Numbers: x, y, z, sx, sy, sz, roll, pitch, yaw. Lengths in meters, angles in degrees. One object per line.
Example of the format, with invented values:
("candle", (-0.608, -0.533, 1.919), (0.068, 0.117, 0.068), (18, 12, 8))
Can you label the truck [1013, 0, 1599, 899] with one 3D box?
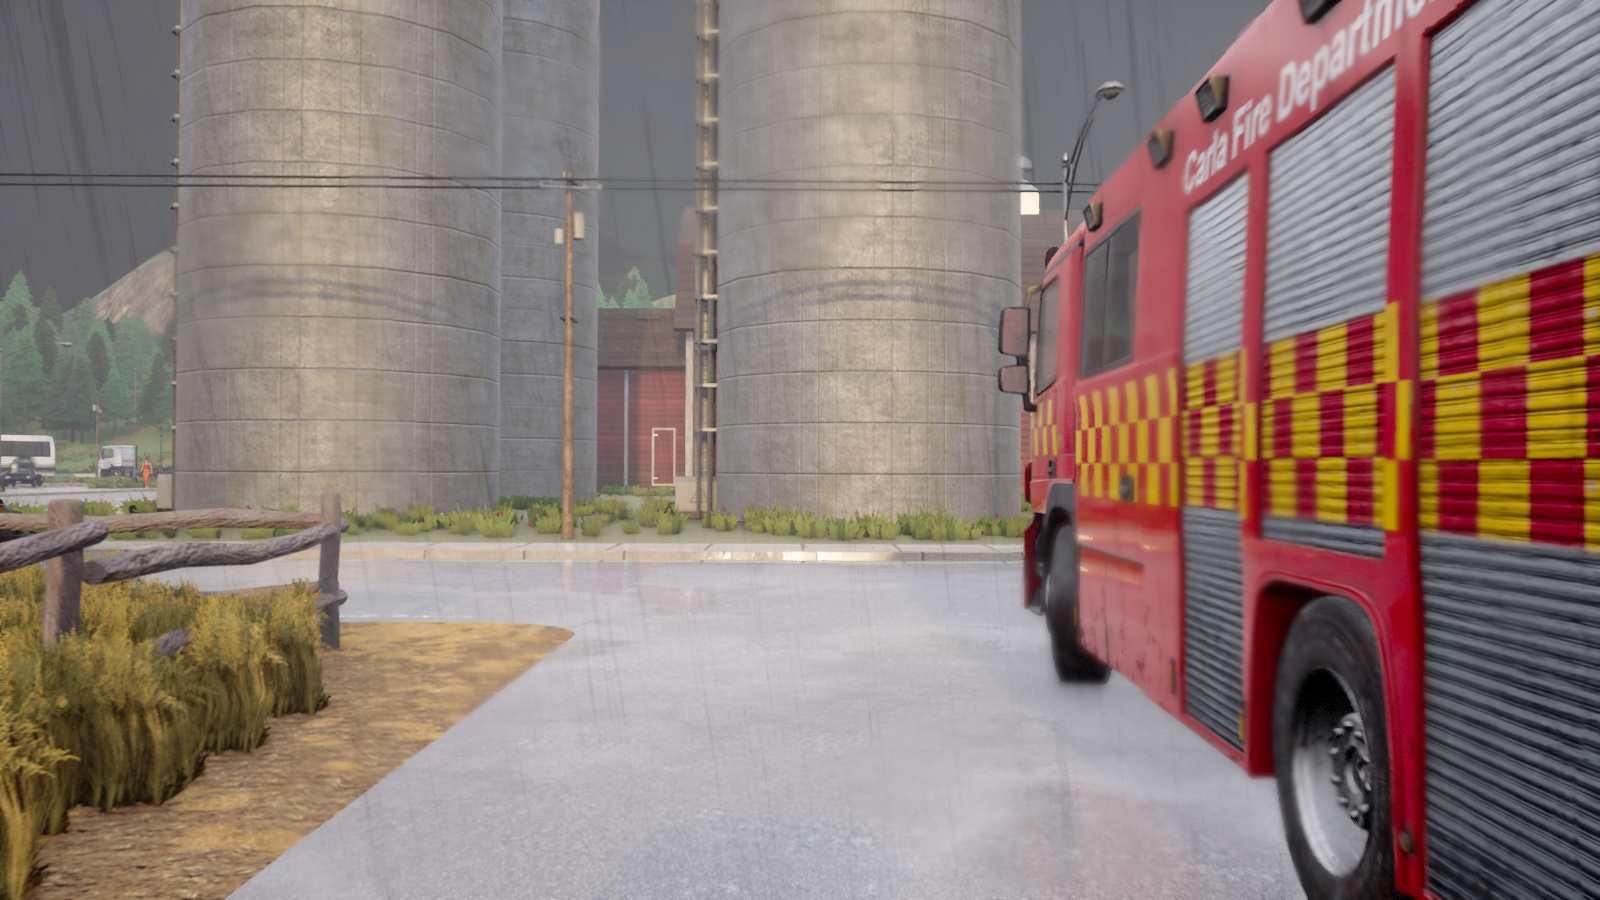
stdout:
("truck", (3.200, -0.268, 6.877), (2.891, 3.827, 8.468), (-1, -1, 2))

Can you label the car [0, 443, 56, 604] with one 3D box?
("car", (-11.269, 0.862, 14.794), (3.866, 1.878, 1.905), (0, -1, 0))

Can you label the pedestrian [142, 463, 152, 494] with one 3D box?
("pedestrian", (-38.934, 1.685, 74.856), (0.345, 1.836, 0.594), (0, -1, -4))
